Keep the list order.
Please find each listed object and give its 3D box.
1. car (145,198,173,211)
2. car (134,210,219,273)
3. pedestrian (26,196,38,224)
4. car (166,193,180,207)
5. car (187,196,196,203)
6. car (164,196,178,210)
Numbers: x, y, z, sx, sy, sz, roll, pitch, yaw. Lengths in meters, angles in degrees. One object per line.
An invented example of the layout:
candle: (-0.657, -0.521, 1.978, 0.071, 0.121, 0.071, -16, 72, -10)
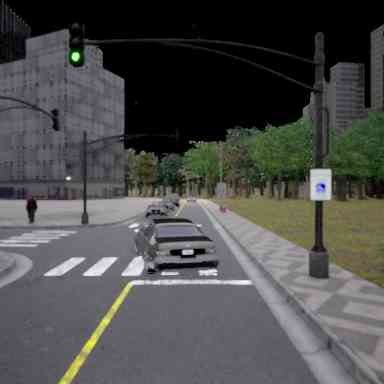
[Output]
car: (-3.105, 1.572, 30.533, 1.994, 1.385, 4.181, 0, 0, 0)
car: (-0.751, 1.554, 10.760, 2.033, 1.411, 5.357, 0, 0, -15)
pedestrian: (-10.089, 1.091, 20.938, 0.375, 1.860, 0.375, 0, 0, 1)
car: (-3.052, 1.225, 51.155, 2.150, 2.045, 5.566, 0, 0, 0)
car: (-0.110, 1.586, 70.063, 1.895, 1.301, 4.718, 0, 0, 0)
car: (-3.092, 1.571, 40.449, 1.994, 1.385, 4.181, 0, 0, 0)
